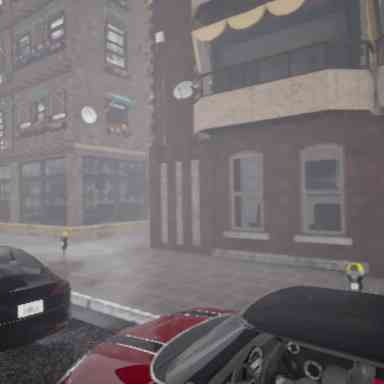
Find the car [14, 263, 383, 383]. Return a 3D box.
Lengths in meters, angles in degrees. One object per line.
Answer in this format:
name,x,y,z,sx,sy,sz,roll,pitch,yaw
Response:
car,0.805,1.442,2.320,4.097,1.590,1.967,0,-1,36

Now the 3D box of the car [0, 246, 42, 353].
car,-3.825,1.589,5.622,4.313,1.339,1.947,0,-1,36
